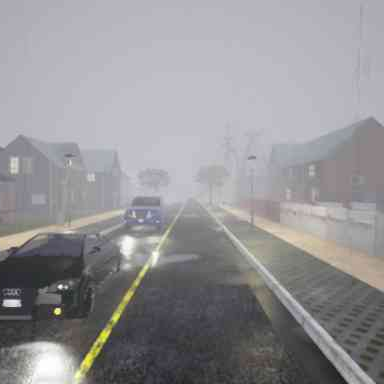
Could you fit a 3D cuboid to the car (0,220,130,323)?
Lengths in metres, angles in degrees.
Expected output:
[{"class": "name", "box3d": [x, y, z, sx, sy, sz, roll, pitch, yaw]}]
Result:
[{"class": "car", "box3d": [-2.814, 1.563, 7.225, 1.994, 1.385, 4.181, 0, 0, 0]}]

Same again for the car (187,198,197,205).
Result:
[{"class": "car", "box3d": [0.019, 1.770, 65.620, 1.895, 1.301, 4.718, 0, 0, 0]}]

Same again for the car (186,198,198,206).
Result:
[{"class": "car", "box3d": [0.016, 1.682, 55.580, 1.994, 1.385, 4.181, 0, 0, 0]}]

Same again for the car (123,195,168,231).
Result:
[{"class": "car", "box3d": [-2.787, 1.237, 21.123, 2.150, 2.045, 5.566, 0, 0, 1]}]
